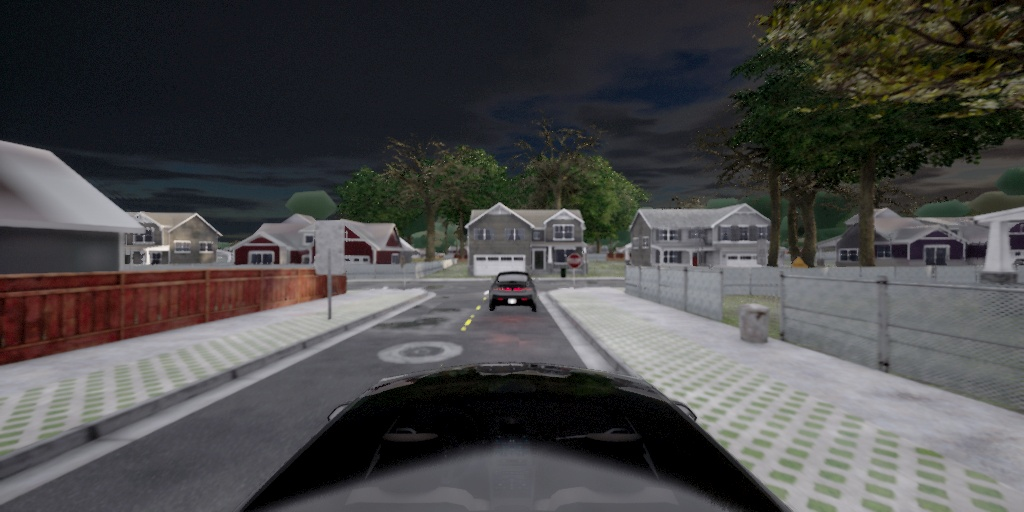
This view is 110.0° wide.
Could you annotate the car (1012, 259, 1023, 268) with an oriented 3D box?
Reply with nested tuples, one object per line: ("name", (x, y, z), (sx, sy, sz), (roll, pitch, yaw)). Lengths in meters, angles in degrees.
("car", (38.429, 0.917, 25.569), (4.553, 1.767, 2.097), (-1, 1, 0))

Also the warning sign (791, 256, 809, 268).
("warning sign", (18.446, 0.946, 23.027), (1.060, 1.860, 1.300), (0, 0, 0))

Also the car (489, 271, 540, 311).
("car", (0.112, 1.379, 15.267), (1.837, 1.490, 4.892), (0, 0, 3))
